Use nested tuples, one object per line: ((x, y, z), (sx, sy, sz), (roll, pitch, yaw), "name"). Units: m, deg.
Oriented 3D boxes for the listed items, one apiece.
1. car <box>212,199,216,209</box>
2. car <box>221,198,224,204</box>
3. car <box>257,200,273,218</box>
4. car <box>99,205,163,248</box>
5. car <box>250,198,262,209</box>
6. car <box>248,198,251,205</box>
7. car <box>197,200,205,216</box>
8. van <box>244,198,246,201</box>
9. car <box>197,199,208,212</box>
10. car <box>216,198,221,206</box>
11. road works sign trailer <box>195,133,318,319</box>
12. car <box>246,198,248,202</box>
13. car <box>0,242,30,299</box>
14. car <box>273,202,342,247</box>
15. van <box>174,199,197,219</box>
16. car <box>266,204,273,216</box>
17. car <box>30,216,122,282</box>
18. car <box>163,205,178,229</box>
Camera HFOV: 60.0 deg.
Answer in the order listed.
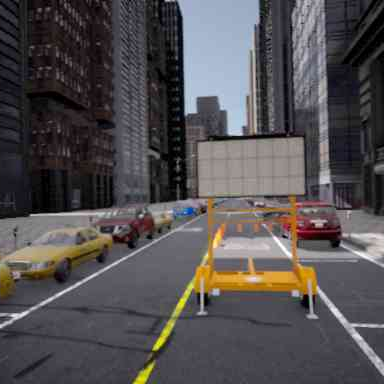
((2.345, 1.943, 55.433), (2.192, 1.841, 5.009), (-2, -1, 8), "car")
((6.324, 2.441, 83.351), (2.008, 1.369, 4.403), (-2, -1, 8), "car")
((7.613, 1.759, 31.901), (2.008, 1.369, 4.403), (-2, -1, 8), "car")
((-3.215, 1.586, 16.343), (2.192, 1.841, 5.009), (-2, -1, 8), "car")
((9.992, 1.804, 48.654), (1.967, 1.590, 4.097), (-2, -1, 8), "car")
((11.585, 2.034, 59.820), (1.947, 1.339, 4.313), (-2, -1, 8), "car")
((-0.032, 2.022, 38.677), (2.008, 1.369, 4.403), (-2, -1, 8), "car")
((16.345, 2.124, 93.329), (1.690, 1.788, 3.998), (-2, -1, 8), "van")
((0.756, 1.839, 44.264), (2.192, 1.841, 5.009), (-2, -1, 8), "car")
((4.735, 2.351, 72.183), (1.947, 1.339, 4.313), (-2, -1, 8), "car")
((1.333, 0.524, 7.539), (2.380, 3.560, 2.880), (-1, -1, 8), "road works sign trailer")
((13.967, 2.170, 76.573), (1.887, 1.381, 4.507), (-2, -1, 8), "car")
((-4.822, 1.699, 5.003), (1.752, 1.417, 4.829), (-2, -1, 8), "car")
((5.223, 1.375, 15.152), (2.192, 1.841, 5.009), (-2, -1, 8), "car")
((-0.832, 1.762, 33.096), (1.690, 1.788, 3.998), (-2, -1, 8), "van")
((6.024, 1.659, 20.733), (2.008, 1.369, 4.403), (-2, -1, 8), "car")
((-4.028, 1.747, 10.588), (1.752, 1.417, 4.829), (-2, -1, 8), "car")
((-2.439, 1.844, 21.756), (1.752, 1.417, 4.829), (-2, -1, 8), "car")
